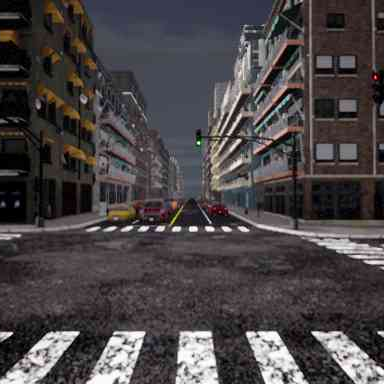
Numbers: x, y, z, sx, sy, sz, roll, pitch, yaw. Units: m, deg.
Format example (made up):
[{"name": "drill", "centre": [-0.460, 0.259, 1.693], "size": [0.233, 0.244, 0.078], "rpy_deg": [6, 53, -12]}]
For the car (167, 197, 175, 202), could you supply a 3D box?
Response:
[{"name": "car", "centre": [-5.889, 2.144, 93.898], "size": [2.008, 1.369, 4.403], "rpy_deg": [1, 0, 0]}]

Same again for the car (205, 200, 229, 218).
[{"name": "car", "centre": [2.626, 1.750, 33.146], "size": [1.887, 1.381, 4.507], "rpy_deg": [1, 0, 0]}]

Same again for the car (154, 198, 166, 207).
[{"name": "car", "centre": [-5.816, 1.903, 60.589], "size": [1.752, 1.417, 4.829], "rpy_deg": [1, 0, 0]}]

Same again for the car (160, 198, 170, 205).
[{"name": "car", "centre": [-5.841, 1.995, 71.805], "size": [1.887, 1.381, 4.507], "rpy_deg": [1, 0, 0]}]

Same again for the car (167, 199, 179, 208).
[{"name": "car", "centre": [-3.186, 1.955, 56.838], "size": [1.895, 1.301, 4.718], "rpy_deg": [0, 0, 0]}]

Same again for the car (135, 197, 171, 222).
[{"name": "car", "centre": [-3.135, 1.523, 27.700], "size": [2.097, 1.767, 4.553], "rpy_deg": [0, 0, -1]}]

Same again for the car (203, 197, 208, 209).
[{"name": "car", "centre": [2.614, 1.679, 38.670], "size": [1.967, 1.590, 4.097], "rpy_deg": [1, 0, 0]}]

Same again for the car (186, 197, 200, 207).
[{"name": "car", "centre": [-0.032, 1.846, 59.202], "size": [1.882, 1.535, 5.008], "rpy_deg": [0, 0, 0]}]

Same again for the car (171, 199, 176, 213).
[{"name": "car", "centre": [-3.182, 1.778, 37.190], "size": [2.033, 1.411, 5.357], "rpy_deg": [0, 0, 0]}]

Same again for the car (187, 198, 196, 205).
[{"name": "car", "centre": [-0.052, 1.941, 69.471], "size": [1.837, 1.490, 4.892], "rpy_deg": [0, 0, 0]}]

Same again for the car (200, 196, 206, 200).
[{"name": "car", "centre": [2.821, 1.863, 81.459], "size": [2.097, 1.767, 4.553], "rpy_deg": [0, 0, 0]}]

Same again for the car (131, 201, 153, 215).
[{"name": "car", "centre": [-5.768, 1.784, 38.665], "size": [1.887, 1.381, 4.507], "rpy_deg": [1, 0, 0]}]

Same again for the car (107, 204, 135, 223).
[{"name": "car", "centre": [-5.742, 1.695, 27.448], "size": [1.752, 1.417, 4.829], "rpy_deg": [1, 0, 0]}]

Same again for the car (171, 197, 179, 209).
[{"name": "car", "centre": [-3.194, 1.644, 46.981], "size": [2.097, 1.767, 4.553], "rpy_deg": [0, 0, 0]}]

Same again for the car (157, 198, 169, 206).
[{"name": "car", "centre": [-5.829, 1.965, 66.282], "size": [2.008, 1.369, 4.403], "rpy_deg": [1, 0, 0]}]

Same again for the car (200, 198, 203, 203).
[{"name": "car", "centre": [2.589, 1.891, 49.716], "size": [1.802, 1.307, 4.206], "rpy_deg": [1, 0, 0]}]
